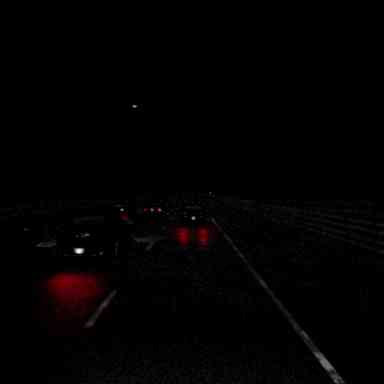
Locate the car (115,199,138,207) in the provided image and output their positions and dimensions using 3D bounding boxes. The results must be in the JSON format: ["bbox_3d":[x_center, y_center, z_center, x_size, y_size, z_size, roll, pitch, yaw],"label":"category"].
[{"bbox_3d":[-6.901,1.542,35.336,1.837,1.490,4.892,0,-1,0],"label":"car"}]

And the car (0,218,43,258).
[{"bbox_3d":[-6.898,1.553,10.896,2.033,1.411,5.357,1,0,0],"label":"car"}]

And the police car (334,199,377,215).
[{"bbox_3d":[17.983,1.608,36.972,1.930,1.638,5.238,0,0,-18],"label":"police car"}]

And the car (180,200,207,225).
[{"bbox_3d":[0.101,1.555,24.292,1.812,1.442,4.674,0,0,0],"label":"car"}]

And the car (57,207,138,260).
[{"bbox_3d":[-3.399,1.517,12.436,1.837,1.490,4.892,0,0,0],"label":"car"}]

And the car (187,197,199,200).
[{"bbox_3d":[0.101,1.407,41.381,2.097,1.767,4.553,0,0,0],"label":"car"}]

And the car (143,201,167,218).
[{"bbox_3d":[-3.397,1.582,30.909,2.033,1.411,5.357,0,0,0],"label":"car"}]
